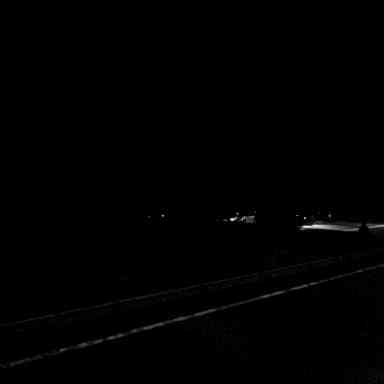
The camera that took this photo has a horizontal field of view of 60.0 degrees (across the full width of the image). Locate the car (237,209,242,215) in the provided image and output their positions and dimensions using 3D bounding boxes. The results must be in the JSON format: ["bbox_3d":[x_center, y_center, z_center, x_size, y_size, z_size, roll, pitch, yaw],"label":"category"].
[{"bbox_3d":[2.687,1.787,34.647,2.033,1.411,5.357,0,-1,-42],"label":"car"}]

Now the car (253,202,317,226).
[{"bbox_3d":[6.580,1.651,24.583,1.994,1.385,4.181,0,-1,-39],"label":"car"}]

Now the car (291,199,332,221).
[{"bbox_3d":[8.938,1.586,27.233,2.128,1.511,4.902,0,-1,-39],"label":"car"}]

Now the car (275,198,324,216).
[{"bbox_3d":[11.441,1.506,35.536,2.097,1.767,4.553,0,-1,-39],"label":"car"}]
